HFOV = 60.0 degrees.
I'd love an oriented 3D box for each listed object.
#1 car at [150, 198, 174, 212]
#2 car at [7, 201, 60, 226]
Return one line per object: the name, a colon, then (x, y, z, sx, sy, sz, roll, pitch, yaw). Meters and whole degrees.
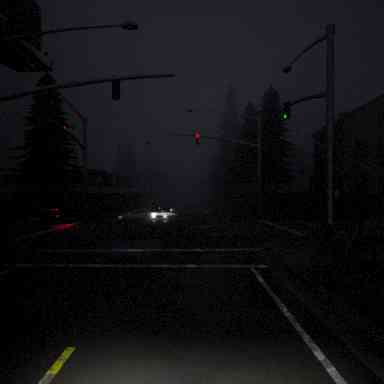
car: (-3.517, 1.564, 38.001, 1.994, 1.385, 4.181, 0, 0, 0)
car: (-11.092, 1.317, 21.408, 4.902, 1.511, 2.128, 1, 0, -1)
